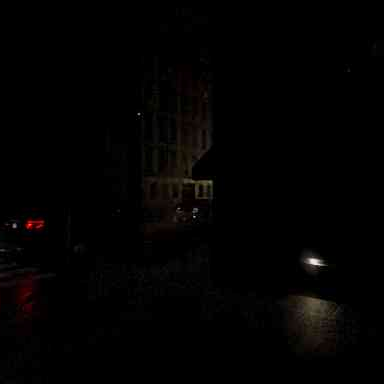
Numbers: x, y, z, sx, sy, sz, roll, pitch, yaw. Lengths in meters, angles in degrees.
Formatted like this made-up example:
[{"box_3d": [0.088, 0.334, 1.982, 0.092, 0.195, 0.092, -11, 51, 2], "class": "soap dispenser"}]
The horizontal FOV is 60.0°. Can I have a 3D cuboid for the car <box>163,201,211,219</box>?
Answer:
[{"box_3d": [-0.330, 1.521, 28.912, 1.947, 1.339, 4.313, 0, 0, 36], "class": "car"}]

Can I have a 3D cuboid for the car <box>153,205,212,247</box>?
[{"box_3d": [-0.308, 1.530, 15.136, 1.752, 1.417, 4.829, 0, 0, 36], "class": "car"}]

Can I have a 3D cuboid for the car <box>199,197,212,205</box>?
[{"box_3d": [2.896, 1.314, 19.618, 2.192, 1.841, 5.009, 0, 0, 36], "class": "car"}]

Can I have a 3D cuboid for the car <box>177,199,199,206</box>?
[{"box_3d": [0.676, 1.321, 25.948, 2.097, 1.767, 4.553, 0, 0, 35], "class": "car"}]

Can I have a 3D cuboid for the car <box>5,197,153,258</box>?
[{"box_3d": [-4.335, 1.219, 13.249, 2.150, 2.045, 5.566, 1, 0, 35], "class": "car"}]

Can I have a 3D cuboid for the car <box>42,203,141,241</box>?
[{"box_3d": [-5.159, 1.457, 17.779, 1.882, 1.535, 5.008, 0, 0, 34], "class": "car"}]

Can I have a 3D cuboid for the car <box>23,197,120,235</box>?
[{"box_3d": [-6.931, 1.282, 19.670, 2.192, 1.841, 5.009, 0, 0, 36], "class": "car"}]
